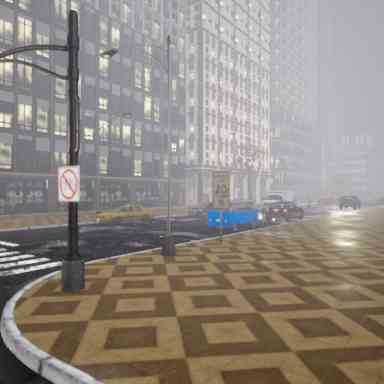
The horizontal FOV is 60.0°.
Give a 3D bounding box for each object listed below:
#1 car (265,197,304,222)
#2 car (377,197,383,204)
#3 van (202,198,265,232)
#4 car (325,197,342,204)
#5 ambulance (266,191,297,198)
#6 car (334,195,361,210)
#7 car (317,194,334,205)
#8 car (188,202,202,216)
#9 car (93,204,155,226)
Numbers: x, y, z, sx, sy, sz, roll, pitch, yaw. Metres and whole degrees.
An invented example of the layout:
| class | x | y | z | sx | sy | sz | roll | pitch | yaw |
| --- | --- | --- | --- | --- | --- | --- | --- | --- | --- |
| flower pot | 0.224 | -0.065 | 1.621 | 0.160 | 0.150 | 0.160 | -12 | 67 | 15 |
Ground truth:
| class | x | y | z | sx | sy | sz | roll | pitch | yaw |
| --- | --- | --- | --- | --- | --- | --- | --- | --- | --- |
| car | 7.580 | 1.472 | 26.905 | 1.967 | 1.590 | 4.097 | 0 | 0 | 38 |
| car | 38.183 | 1.657 | 66.537 | 1.947 | 1.339 | 4.313 | 0 | 0 | 38 |
| van | 2.607 | 1.367 | 20.284 | 1.690 | 1.788 | 3.998 | 0 | 0 | 38 |
| car | 28.547 | 1.623 | 66.951 | 2.008 | 1.369 | 4.403 | 0 | 0 | 38 |
| ambulance | 10.215 | 1.061 | 39.013 | 2.351 | 2.431 | 6.366 | 0 | 0 | 38 |
| car | 21.181 | 1.368 | 44.520 | 2.192 | 1.841 | 5.009 | 0 | 0 | 38 |
| car | 25.147 | 1.379 | 62.548 | 2.192 | 1.841 | 5.009 | 0 | 0 | 38 |
| car | 1.343 | 1.603 | 31.722 | 1.802 | 1.307 | 4.206 | 0 | 0 | 38 |
| car | -4.777 | 1.539 | 24.009 | 1.752 | 1.417 | 4.829 | 0 | 0 | 38 |
